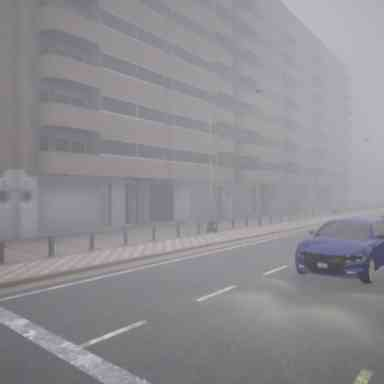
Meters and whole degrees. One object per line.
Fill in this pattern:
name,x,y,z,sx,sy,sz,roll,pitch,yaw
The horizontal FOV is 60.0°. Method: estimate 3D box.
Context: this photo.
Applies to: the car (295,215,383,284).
car,4.845,1.549,10.129,1.882,1.535,5.008,-1,-1,41
